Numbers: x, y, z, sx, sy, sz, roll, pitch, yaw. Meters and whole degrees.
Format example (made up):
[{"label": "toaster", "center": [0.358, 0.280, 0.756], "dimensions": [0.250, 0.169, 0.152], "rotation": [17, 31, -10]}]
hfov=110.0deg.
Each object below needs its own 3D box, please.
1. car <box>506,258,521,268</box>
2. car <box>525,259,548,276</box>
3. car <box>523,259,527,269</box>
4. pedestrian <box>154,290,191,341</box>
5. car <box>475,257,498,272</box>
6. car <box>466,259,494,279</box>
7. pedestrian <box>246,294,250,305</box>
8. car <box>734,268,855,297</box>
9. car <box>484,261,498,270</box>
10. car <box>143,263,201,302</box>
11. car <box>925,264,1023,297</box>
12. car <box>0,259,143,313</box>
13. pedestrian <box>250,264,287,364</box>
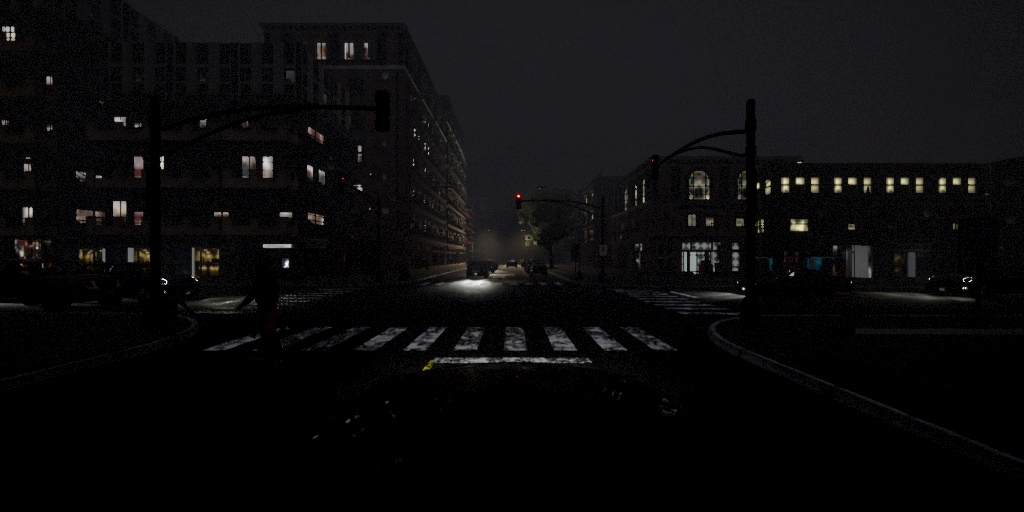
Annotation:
[{"label": "car", "center": [-0.013, 1.319, 63.216], "dimensions": [2.128, 1.511, 4.902], "rotation": [0, 0, 0]}, {"label": "car", "center": [2.683, 1.330, 36.860], "dimensions": [2.007, 1.370, 4.403], "rotation": [0, 0, 0]}, {"label": "car", "center": [2.682, 1.228, 42.557], "dimensions": [1.967, 1.591, 4.097], "rotation": [0, 0, 0]}, {"label": "pedestrian", "center": [-7.511, 0.915, 7.920], "dimensions": [0.375, 1.860, 0.375], "rotation": [0, 0, 0]}, {"label": "car", "center": [-3.104, 1.267, 43.417], "dimensions": [1.882, 1.535, 5.008], "rotation": [0, 0, 0]}, {"label": "car", "center": [-3.101, 1.266, 33.141], "dimensions": [2.128, 1.511, 4.902], "rotation": [0, 0, 0]}, {"label": "pedestrian", "center": [-5.066, 1.044, 7.325], "dimensions": [0.375, 1.860, 0.375], "rotation": [0, 0, 0]}, {"label": "car", "center": [15.020, 1.372, 19.163], "dimensions": [5.357, 1.411, 2.033], "rotation": [0, 0, 0]}, {"label": "car", "center": [-3.101, 1.410, 54.587], "dimensions": [1.895, 1.301, 4.718], "rotation": [0, 0, 0]}, {"label": "car", "center": [-16.530, 1.053, 15.753], "dimensions": [4.553, 1.767, 2.097], "rotation": [0, 0, -1]}, {"label": "car", "center": [25.298, 1.222, 19.236], "dimensions": [4.553, 1.767, 2.097], "rotation": [0, 0, 0]}, {"label": "car", "center": [-17.279, 1.013, 13.137], "dimensions": [5.009, 1.841, 2.192], "rotation": [0, 0, 0]}, {"label": "pedestrian", "center": [-4.520, 1.044, 6.682], "dimensions": [0.375, 1.860, 0.375], "rotation": [0, 0, 0]}]
